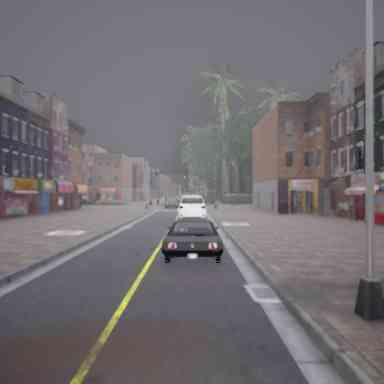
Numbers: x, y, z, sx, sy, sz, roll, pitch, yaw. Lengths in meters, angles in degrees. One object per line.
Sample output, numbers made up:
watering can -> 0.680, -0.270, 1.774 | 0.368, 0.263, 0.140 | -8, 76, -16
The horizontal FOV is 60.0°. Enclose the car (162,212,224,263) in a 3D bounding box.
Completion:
car -> 0.044, 1.626, 12.108 | 1.895, 1.301, 4.718 | 0, 0, 1

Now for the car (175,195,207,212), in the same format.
car -> 0.044, 1.280, 26.614 | 2.150, 2.045, 5.566 | 0, 0, 1

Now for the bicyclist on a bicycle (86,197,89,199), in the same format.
bicyclist on a bicycle -> -20.113, 1.517, 64.253 | 0.582, 1.620, 1.656 | 0, 0, 0

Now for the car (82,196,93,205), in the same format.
car -> -20.036, 1.507, 58.607 | 5.009, 1.841, 2.192 | 0, 0, 0

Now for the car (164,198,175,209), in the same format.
car -> -2.774, 1.617, 46.473 | 1.837, 1.490, 4.892 | 0, -1, 0

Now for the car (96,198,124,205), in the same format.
car -> -14.413, 1.703, 58.610 | 4.829, 1.417, 1.752 | 0, 0, 0
